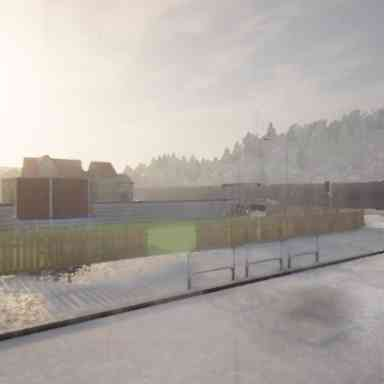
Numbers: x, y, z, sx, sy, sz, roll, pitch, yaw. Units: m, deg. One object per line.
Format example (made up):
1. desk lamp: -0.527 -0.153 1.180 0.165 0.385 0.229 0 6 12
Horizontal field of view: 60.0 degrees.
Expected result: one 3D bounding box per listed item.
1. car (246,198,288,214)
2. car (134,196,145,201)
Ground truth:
1. car: 7.807 1.415 34.696 1.837 1.490 4.892 0 1 -36
2. car: -10.025 1.476 59.678 1.994 1.385 4.181 0 0 -36
